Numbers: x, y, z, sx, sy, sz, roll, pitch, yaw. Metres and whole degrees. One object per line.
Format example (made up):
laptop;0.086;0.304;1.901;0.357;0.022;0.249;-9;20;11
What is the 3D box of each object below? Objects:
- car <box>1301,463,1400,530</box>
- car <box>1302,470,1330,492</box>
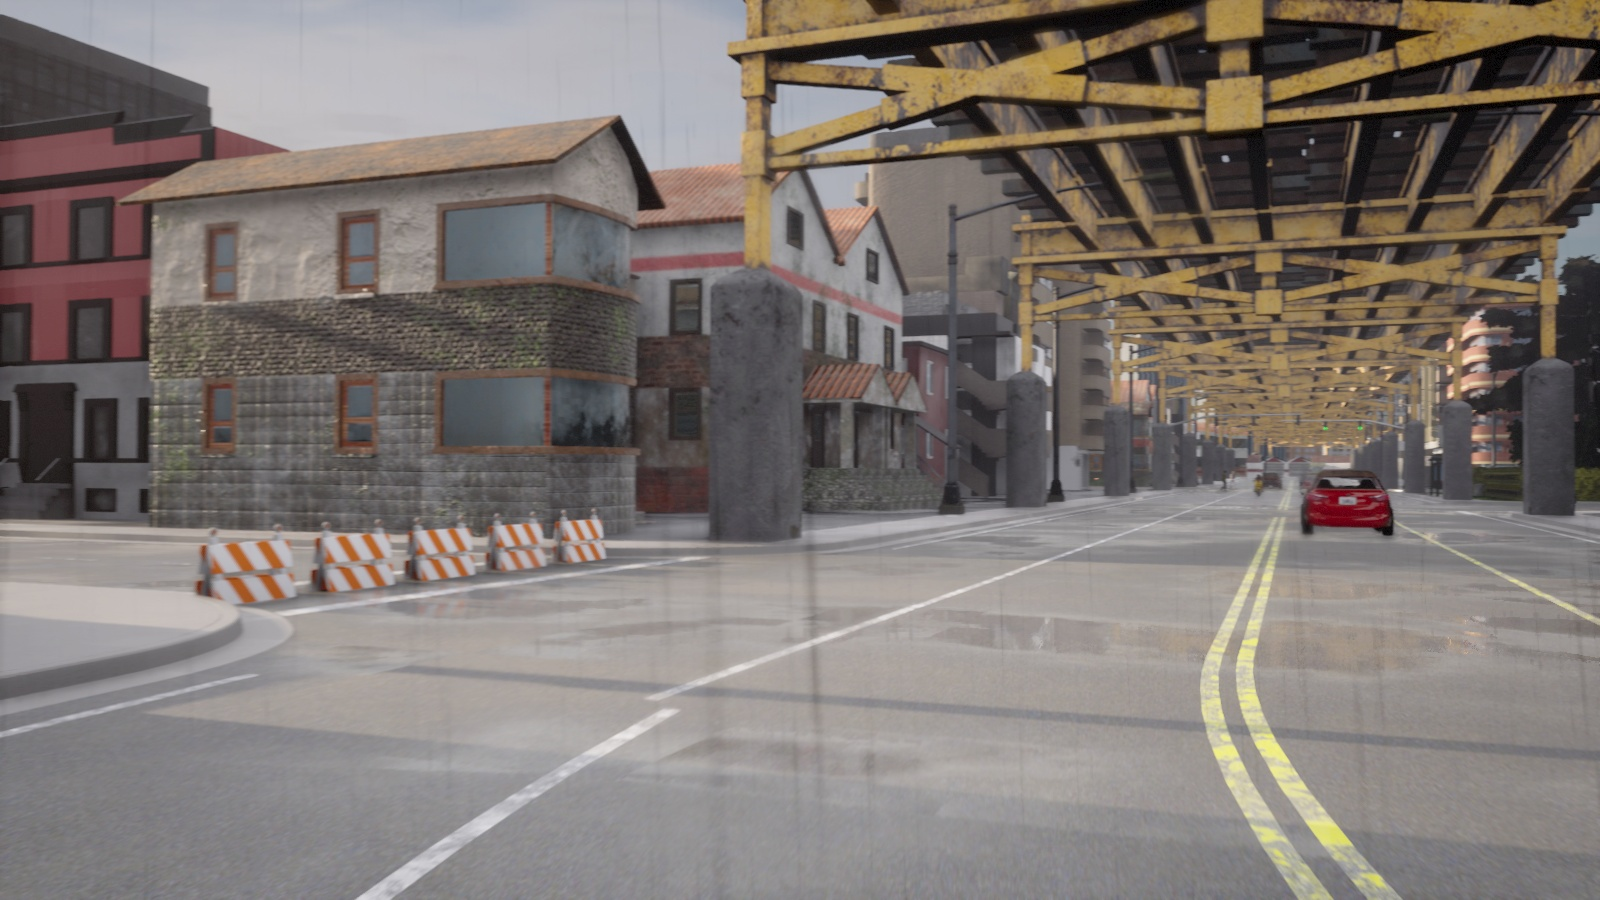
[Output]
car;14.728;1.189;33.843;2.242;1.667;4.611;-1;-1;21
car;36.879;2.201;89.762;1.789;1.549;3.705;-1;-1;22
